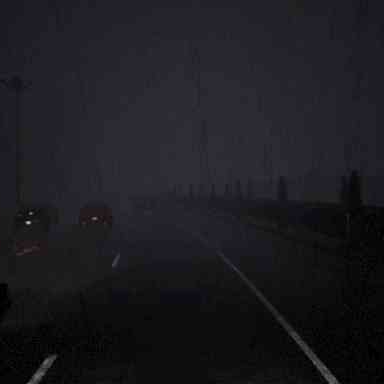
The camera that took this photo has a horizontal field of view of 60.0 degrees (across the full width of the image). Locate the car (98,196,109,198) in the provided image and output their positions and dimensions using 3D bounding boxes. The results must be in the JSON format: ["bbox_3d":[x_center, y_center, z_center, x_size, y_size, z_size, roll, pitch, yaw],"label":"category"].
[{"bbox_3d":[-13.647,1.312,50.961,1.994,1.385,4.181,-1,0,-30],"label":"car"}]

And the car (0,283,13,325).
[{"bbox_3d":[-3.601,1.591,2.939,1.895,1.301,4.718,0,0,-2],"label":"car"}]

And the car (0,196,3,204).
[{"bbox_3d":[-33.567,1.331,57.064,1.882,1.535,5.008,-1,0,-30],"label":"car"}]

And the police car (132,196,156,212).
[{"bbox_3d":[-5.178,1.229,35.227,1.930,1.638,5.238,0,0,-20],"label":"police car"}]

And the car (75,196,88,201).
[{"bbox_3d":[-21.165,1.332,63.834,1.895,1.301,4.718,-1,0,-30],"label":"car"}]

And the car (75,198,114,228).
[{"bbox_3d":[-6.117,1.372,21.454,1.882,1.535,5.008,0,0,-13],"label":"car"}]

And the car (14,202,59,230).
[{"bbox_3d":[-9.519,1.418,20.626,1.837,1.490,4.892,0,0,-13],"label":"car"}]
